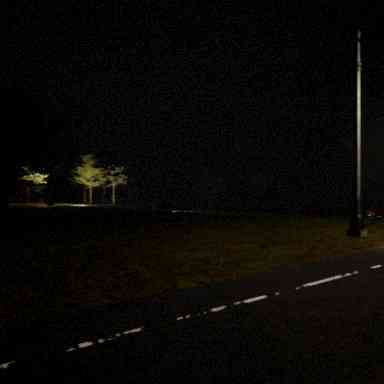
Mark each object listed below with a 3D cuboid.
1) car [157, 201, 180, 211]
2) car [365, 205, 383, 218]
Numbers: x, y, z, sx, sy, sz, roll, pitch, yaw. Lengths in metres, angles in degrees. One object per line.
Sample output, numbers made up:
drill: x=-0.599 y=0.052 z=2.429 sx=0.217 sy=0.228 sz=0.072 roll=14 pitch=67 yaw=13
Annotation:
car: x=-3.673 y=2.116 z=51.440 sx=2.128 sy=1.511 sz=4.902 roll=3 pitch=-3 yaw=-36
car: x=19.148 y=1.771 z=31.672 sx=1.882 sy=1.535 sz=5.008 roll=3 pitch=-3 yaw=-36
